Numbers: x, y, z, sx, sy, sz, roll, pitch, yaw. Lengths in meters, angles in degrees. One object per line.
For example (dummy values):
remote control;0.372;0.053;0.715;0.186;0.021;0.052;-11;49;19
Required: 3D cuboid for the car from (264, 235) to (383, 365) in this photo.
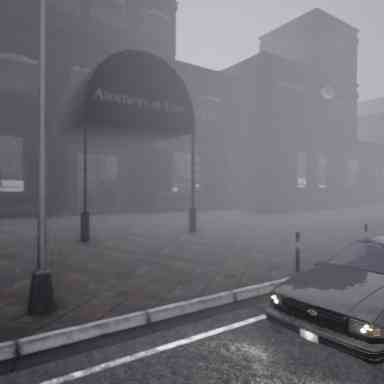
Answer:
car;3.749;1.547;6.011;5.357;1.411;2.033;0;0;-35
